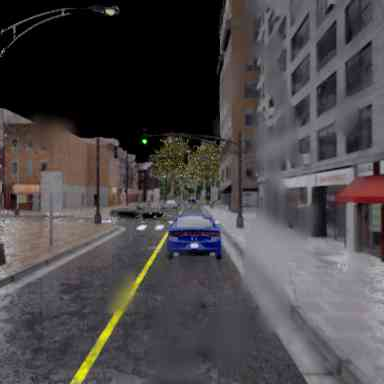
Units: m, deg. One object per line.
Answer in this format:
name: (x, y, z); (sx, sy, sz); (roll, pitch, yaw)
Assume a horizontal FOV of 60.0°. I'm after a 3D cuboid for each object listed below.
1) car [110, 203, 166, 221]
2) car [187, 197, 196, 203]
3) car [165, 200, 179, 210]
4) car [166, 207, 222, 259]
car: (-4.898, 1.771, 28.699); (4.718, 1.301, 1.895); (0, -1, 35)
car: (-0.072, 1.964, 81.280); (1.882, 1.535, 5.008); (0, -1, 0)
car: (-2.872, 1.829, 45.632); (1.812, 1.442, 4.674); (0, 0, 0)
car: (0.085, 1.558, 12.989); (1.882, 1.535, 5.008); (0, 0, 0)
